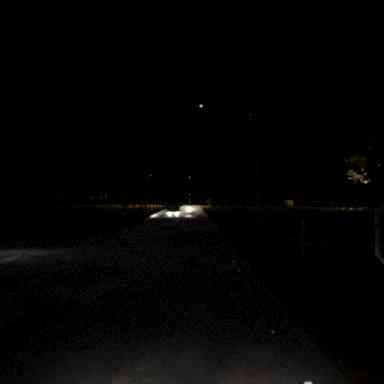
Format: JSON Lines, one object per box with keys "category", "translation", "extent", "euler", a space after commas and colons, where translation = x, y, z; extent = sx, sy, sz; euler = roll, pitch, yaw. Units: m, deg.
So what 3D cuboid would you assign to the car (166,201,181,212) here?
{"category": "car", "translation": [-2.749, 2.142, 49.790], "extent": [2.128, 1.511, 4.902], "euler": [0, -1, 0]}
